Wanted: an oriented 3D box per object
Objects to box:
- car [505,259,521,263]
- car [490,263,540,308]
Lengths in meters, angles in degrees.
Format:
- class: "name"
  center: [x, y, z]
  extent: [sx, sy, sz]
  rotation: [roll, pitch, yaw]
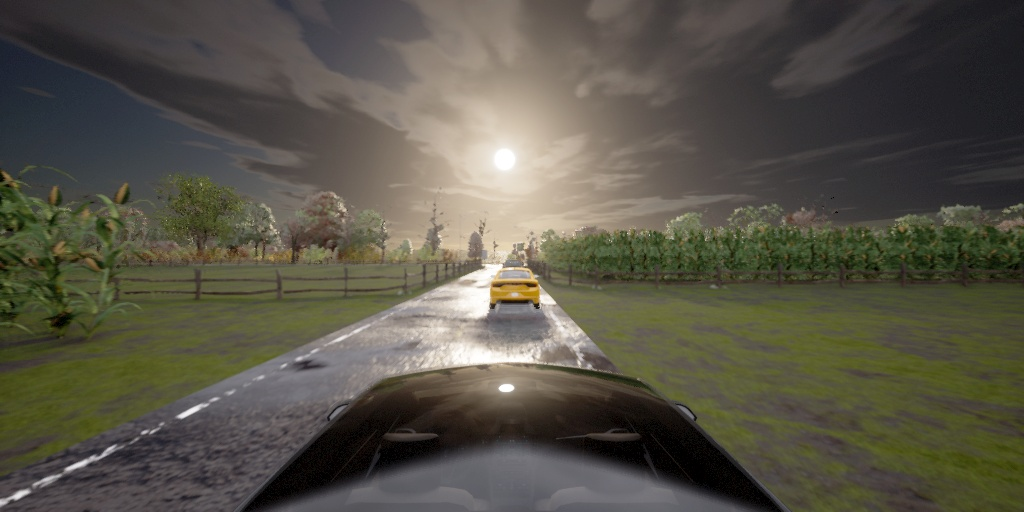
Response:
- class: "car"
  center: [0.107, 1.088, 34.405]
  extent: [2.097, 1.767, 4.553]
  rotation: [0, 0, 0]
- class: "car"
  center: [0.103, 1.222, 15.211]
  extent: [1.882, 1.535, 5.008]
  rotation: [0, 0, 0]
